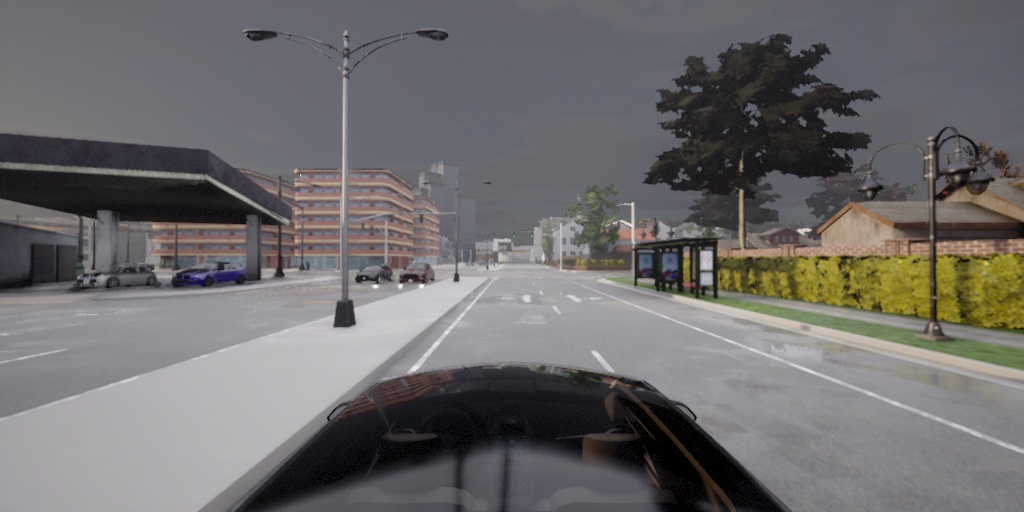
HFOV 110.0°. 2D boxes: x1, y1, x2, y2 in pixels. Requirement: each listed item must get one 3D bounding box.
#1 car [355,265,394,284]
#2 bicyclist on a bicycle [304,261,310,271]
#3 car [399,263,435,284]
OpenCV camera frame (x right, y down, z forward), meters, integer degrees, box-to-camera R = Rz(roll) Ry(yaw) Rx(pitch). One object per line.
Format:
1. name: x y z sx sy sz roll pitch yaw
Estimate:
1. car: -11.525 1.530 30.372 1.837 1.490 4.892 0 -1 0
2. bicyclist on a bicycle: -32.142 1.563 56.333 0.582 1.620 1.656 0 0 -1
3. car: -8.024 1.369 30.593 2.097 1.767 4.553 0 0 0
